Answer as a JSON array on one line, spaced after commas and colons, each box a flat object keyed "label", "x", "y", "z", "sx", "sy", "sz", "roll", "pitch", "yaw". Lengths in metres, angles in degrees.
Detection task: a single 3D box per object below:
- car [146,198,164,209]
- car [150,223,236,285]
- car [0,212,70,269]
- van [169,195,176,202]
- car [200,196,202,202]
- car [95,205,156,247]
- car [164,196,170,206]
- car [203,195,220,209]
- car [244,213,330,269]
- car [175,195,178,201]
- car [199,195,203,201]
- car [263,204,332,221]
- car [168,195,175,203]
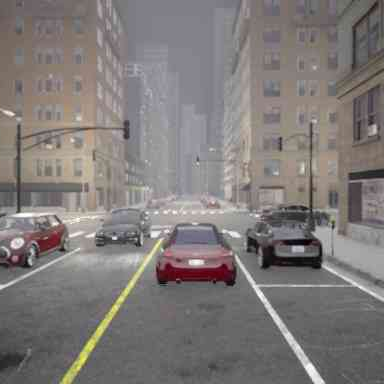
[{"label": "car", "x": -5.566, "y": 1.706, "z": 48.174, "sx": 1.802, "sy": 1.307, "sz": 4.206, "roll": 0, "pitch": 0, "yaw": 0}, {"label": "car", "x": 0.104, "y": 1.583, "z": 9.615, "sx": 1.994, "sy": 1.385, "sz": 4.181, "roll": 0, "pitch": 0, "yaw": 0}, {"label": "car", "x": -5.654, "y": 1.461, "z": 11.071, "sx": 1.967, "sy": 1.590, "sz": 4.097, "roll": 0, "pitch": 0, "yaw": 0}, {"label": "van", "x": -5.428, "y": 1.674, "z": 91.442, "sx": 1.690, "sy": 1.788, "sz": 3.998, "roll": 0, "pitch": 0, "yaw": 0}, {"label": "car", "x": 2.994, "y": 1.715, "z": 58.966, "sx": 2.008, "sy": 1.369, "sz": 4.403, "roll": 0, "pitch": 0, "yaw": 0}, {"label": "car", "x": -2.978, "y": 1.542, "z": 15.231, "sx": 1.837, "sy": 1.490, "sz": 4.892, "roll": 0, "pitch": 0, "yaw": 0}, {"label": "car", "x": -5.531, "y": 1.715, "z": 58.991, "sx": 2.008, "sy": 1.369, "sz": 4.403, "roll": 0, "pitch": 0, "yaw": 0}, {"label": "car", "x": 2.958, "y": 1.565, "z": 48.149, "sx": 1.967, "sy": 1.590, "sz": 4.097, "roll": 0, "pitch": 0, "yaw": 0}, {"label": "car", "x": 2.872, "y": 1.587, "z": 11.059, "sx": 1.947, "sy": 1.339, "sz": 4.313, "roll": 0, "pitch": 0, "yaw": 0}, {"label": "car", "x": -5.445, "y": 1.614, "z": 86.034, "sx": 2.192, "sy": 1.841, "sz": 5.009, "roll": 0, "pitch": 0, "yaw": 0}, {"label": "car", "x": 3.028, "y": 1.652, "z": 69.784, "sx": 1.967, "sy": 1.590, "sz": 4.097, "roll": 0, "pitch": 0, "yaw": 0}, {"label": "car", "x": 7.216, "y": 1.575, "z": 22.949, "sx": 4.892, "sy": 1.490, "sz": 1.837, "roll": 0, "pitch": -3, "yaw": -13}, {"label": "car", "x": -5.480, "y": 1.763, "z": 75.046, "sx": 1.752, "sy": 1.417, "sz": 4.829, "roll": 0, "pitch": 0, "yaw": 0}]
